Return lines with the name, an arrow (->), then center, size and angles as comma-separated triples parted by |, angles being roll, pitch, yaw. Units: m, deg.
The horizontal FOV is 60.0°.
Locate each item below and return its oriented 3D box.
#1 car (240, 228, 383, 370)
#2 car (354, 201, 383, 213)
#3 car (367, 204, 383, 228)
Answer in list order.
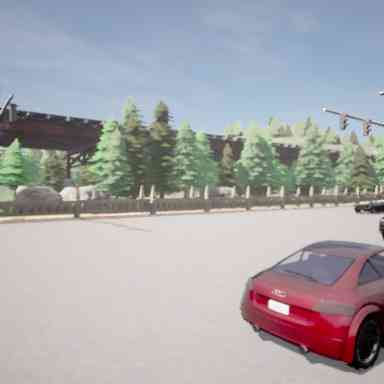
car -> 2.831, 1.557, 5.763 | 4.181, 1.385, 1.994 | 0, 0, -35
car -> 18.877, 1.557, 34.608 | 4.718, 1.301, 1.895 | 0, 0, -35
car -> 10.695, 1.470, 15.670 | 4.902, 1.511, 2.128 | 0, 0, -35
